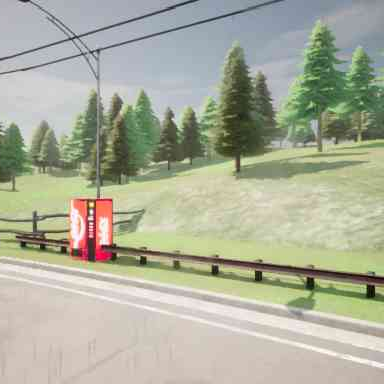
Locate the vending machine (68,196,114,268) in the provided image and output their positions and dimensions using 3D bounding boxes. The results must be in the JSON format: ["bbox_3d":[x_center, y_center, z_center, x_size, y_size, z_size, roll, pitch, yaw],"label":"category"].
[{"bbox_3d":[-3.180,1.195,10.516,0.880,2.100,1.100,0,0,30],"label":"vending machine"}]
